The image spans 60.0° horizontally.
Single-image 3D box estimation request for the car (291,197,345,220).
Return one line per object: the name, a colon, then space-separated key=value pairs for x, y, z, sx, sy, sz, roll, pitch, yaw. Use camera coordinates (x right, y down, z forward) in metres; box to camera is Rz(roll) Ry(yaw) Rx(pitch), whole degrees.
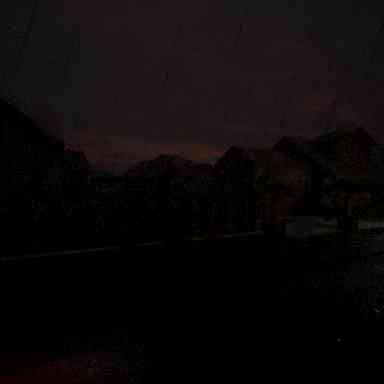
car: x=9.108 y=1.151 z=23.973 sx=1.845 sy=1.501 sz=3.633 roll=0 pitch=0 yaw=-38
